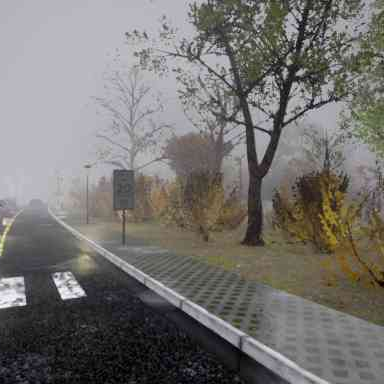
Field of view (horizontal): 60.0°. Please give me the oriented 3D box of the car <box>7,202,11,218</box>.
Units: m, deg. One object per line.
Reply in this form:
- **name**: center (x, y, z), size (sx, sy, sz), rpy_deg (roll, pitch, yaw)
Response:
- **car**: center (-18.009, 1.455, 30.759), size (2.097, 1.767, 4.553), rpy_deg (0, 0, -25)

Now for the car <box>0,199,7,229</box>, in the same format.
- **car**: center (-13.194, 1.264, 20.954), size (2.150, 2.045, 5.566), rpy_deg (0, 0, -27)

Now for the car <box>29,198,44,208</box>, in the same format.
- **car**: center (-25.163, 1.736, 53.811), size (1.882, 1.535, 5.008), rpy_deg (0, 0, -23)

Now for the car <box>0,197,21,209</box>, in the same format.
- **car**: center (-24.367, 1.461, 44.692), size (2.033, 1.411, 5.357), rpy_deg (0, 0, -24)
